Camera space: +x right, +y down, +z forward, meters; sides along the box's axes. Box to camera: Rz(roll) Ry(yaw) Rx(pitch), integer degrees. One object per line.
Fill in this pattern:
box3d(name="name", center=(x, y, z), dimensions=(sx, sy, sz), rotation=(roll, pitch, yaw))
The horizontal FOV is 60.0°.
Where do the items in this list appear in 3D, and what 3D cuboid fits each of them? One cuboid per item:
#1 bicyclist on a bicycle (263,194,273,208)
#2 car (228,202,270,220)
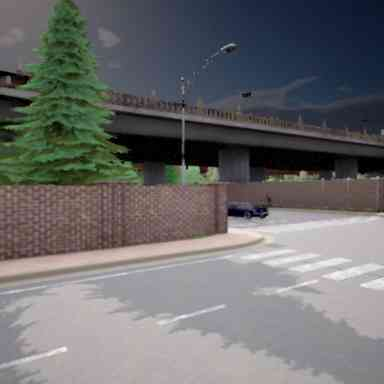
box3d(name="bicyclist on a bicycle", center=(8.904, 1.083, 39.014), dimensions=(1.656, 1.620, 0.582), rotation=(-1, 1, -35))
box3d(name="car", center=(4.010, 1.484, 26.902), dimensions=(1.895, 1.301, 4.718), rotation=(-1, 0, -35))
